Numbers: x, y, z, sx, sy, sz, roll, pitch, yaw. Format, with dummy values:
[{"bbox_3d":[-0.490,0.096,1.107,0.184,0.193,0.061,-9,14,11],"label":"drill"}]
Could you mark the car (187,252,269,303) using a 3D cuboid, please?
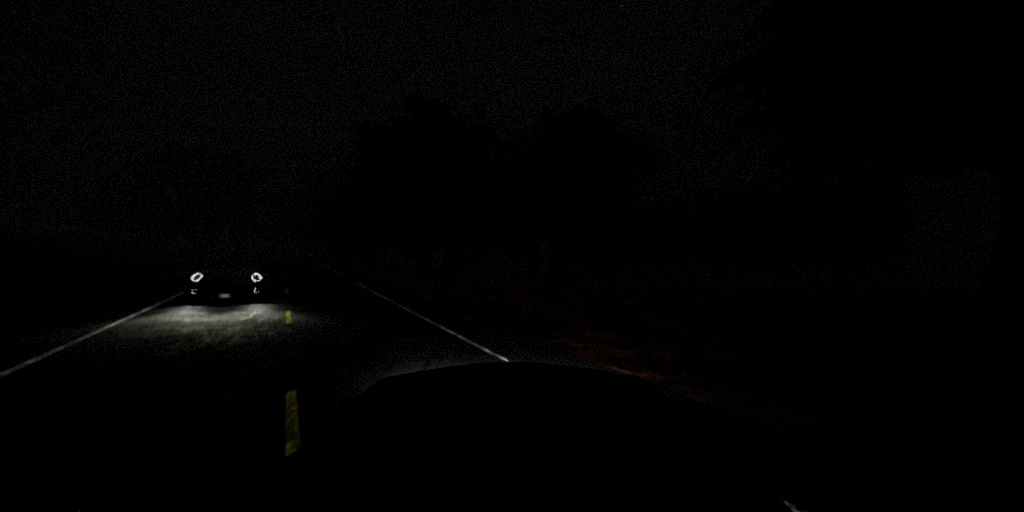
[{"bbox_3d":[-10.500,0.669,13.576,2.097,1.767,4.553,2,0,-32],"label":"car"}]
